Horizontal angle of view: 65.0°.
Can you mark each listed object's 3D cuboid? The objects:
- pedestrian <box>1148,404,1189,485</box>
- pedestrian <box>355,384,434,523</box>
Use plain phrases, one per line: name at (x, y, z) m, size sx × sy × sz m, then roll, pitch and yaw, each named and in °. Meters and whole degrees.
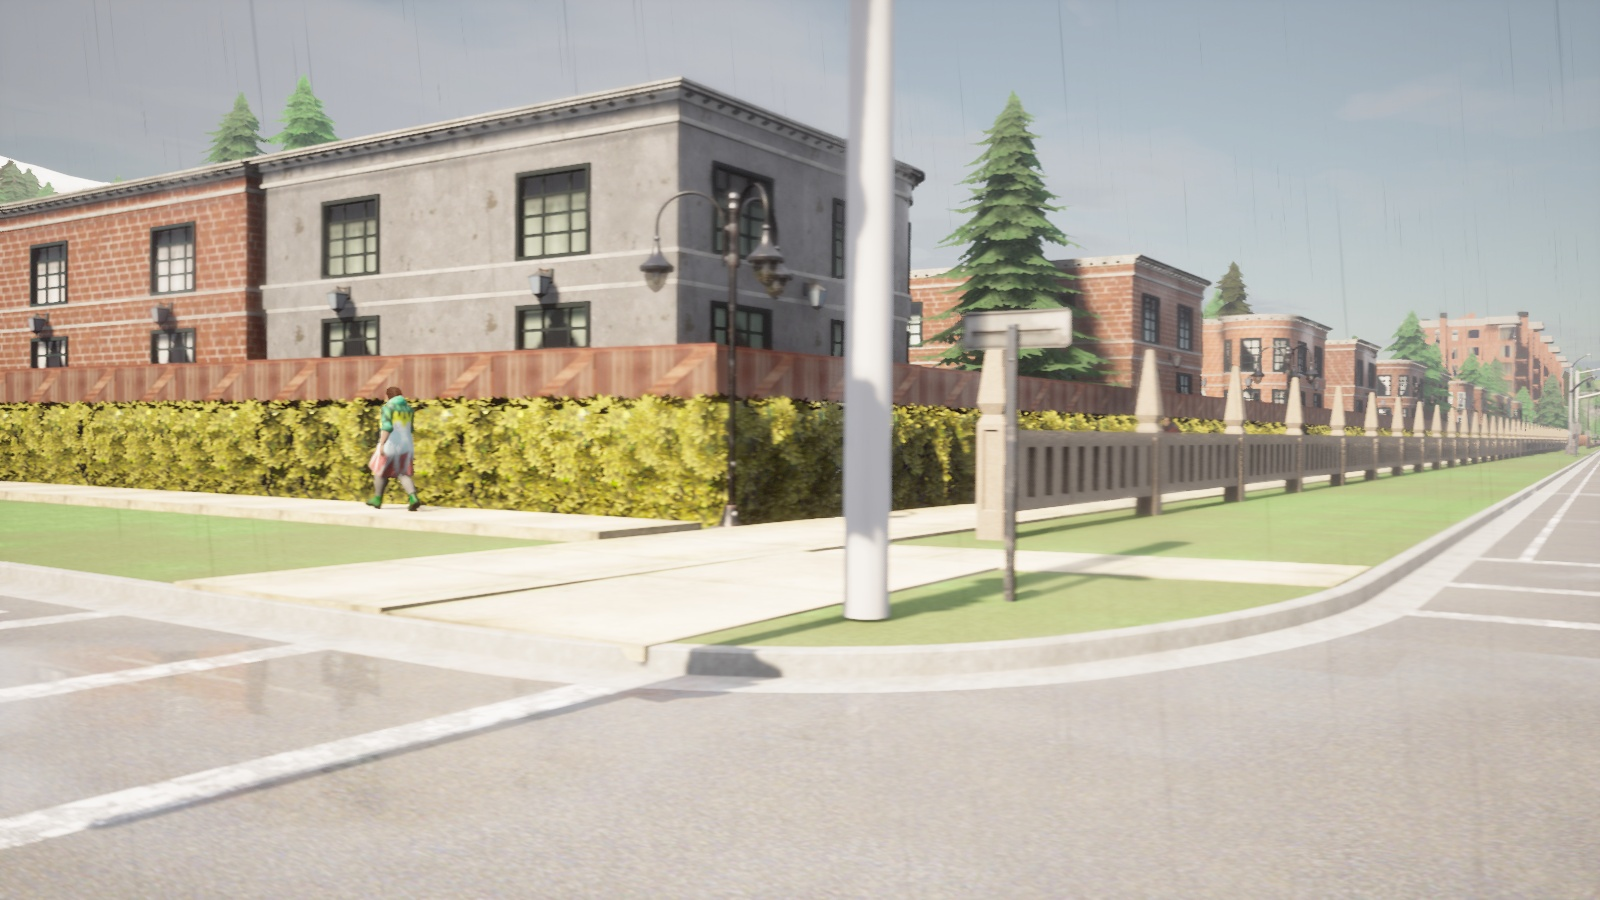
pedestrian at (8.553, -0.135, 29.118) m, size 0.634 × 1.844 × 0.899 m, roll 0°, pitch 1°, yaw 36°
pedestrian at (-5.836, 0.042, 18.091) m, size 0.873 × 1.952 × 0.659 m, roll 0°, pitch 1°, yaw 34°
